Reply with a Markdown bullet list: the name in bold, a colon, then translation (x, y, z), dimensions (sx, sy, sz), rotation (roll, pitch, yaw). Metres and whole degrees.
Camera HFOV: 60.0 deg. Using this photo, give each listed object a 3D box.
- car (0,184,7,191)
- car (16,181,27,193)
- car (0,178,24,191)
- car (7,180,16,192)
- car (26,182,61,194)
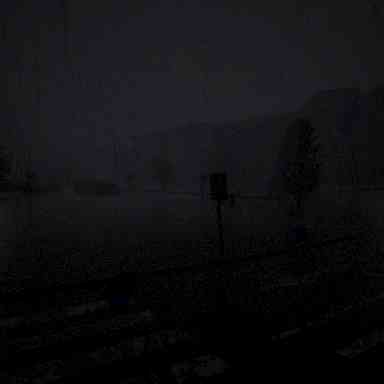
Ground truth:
- **car**: translation (-28.713, -1.018, 54.677), dimensions (2.097, 1.535, 5.008), rotation (1, 6, 16)
- **car**: translation (-23.914, -0.762, 51.239), dimensions (2.231, 1.521, 4.892), rotation (1, 6, 17)
- **car**: translation (-31.150, -1.260, 56.316), dimensions (2.185, 1.767, 4.553), rotation (0, 6, 15)
- **car**: translation (-26.314, -0.851, 52.968), dimensions (2.002, 1.452, 4.674), rotation (0, 6, 16)
- **car**: translation (-21.552, -0.597, 49.452), dimensions (2.163, 1.488, 4.792), rotation (1, 6, 17)
